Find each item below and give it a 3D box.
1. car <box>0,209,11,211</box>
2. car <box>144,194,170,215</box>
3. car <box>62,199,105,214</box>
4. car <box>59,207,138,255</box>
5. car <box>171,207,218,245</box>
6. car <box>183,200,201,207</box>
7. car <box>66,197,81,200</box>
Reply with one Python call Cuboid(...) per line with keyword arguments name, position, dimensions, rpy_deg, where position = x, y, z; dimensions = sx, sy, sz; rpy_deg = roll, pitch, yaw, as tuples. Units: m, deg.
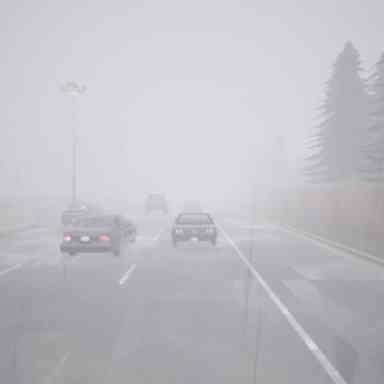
Cuboid(name="car", position=(-21.132, 1.314, 34.890), dimensions=(2.097, 1.767, 4.553), rpy_deg=(0, 0, 0))
Cuboid(name="car", position=(-3.500, 1.187, 33.887), dimensions=(2.150, 2.045, 5.566), rpy_deg=(0, 0, -1))
Cuboid(name="car", position=(-6.919, 1.469, 21.863), dimensions=(2.128, 1.511, 4.902), rpy_deg=(0, 0, 0))
Cuboid(name="car", position=(-3.403, 1.534, 13.109), dimensions=(2.033, 1.411, 5.357), rpy_deg=(0, 0, 0))
Cuboid(name="car", position=(0.097, 1.585, 15.369), dimensions=(1.895, 1.301, 4.718), rpy_deg=(0, 0, 0))
Cuboid(name="car", position=(0.042, 1.526, 37.481), dimensions=(1.994, 1.385, 4.181), rpy_deg=(0, 0, 0))
Cuboid(name="car", position=(-17.391, 1.475, 48.908), dimensions=(1.812, 1.442, 4.674), rpy_deg=(0, 0, 2))
